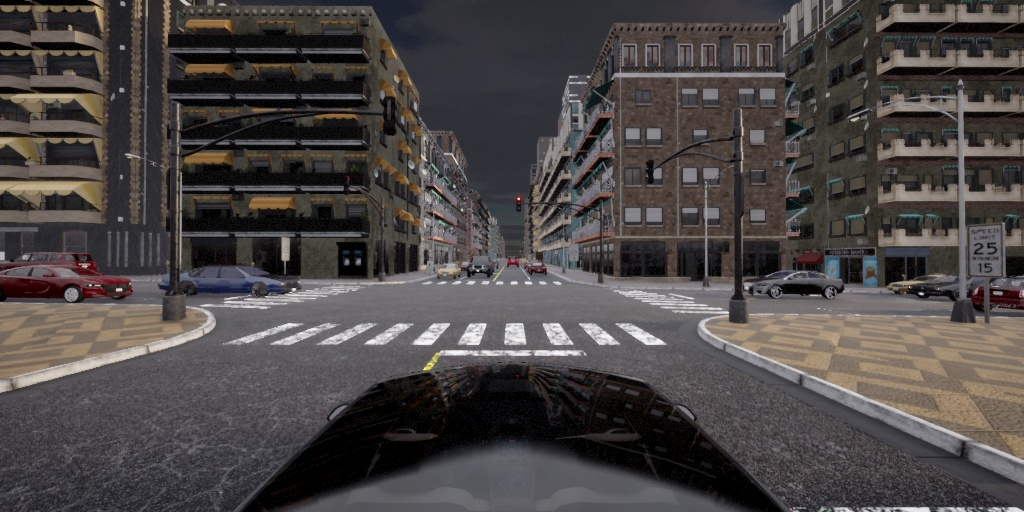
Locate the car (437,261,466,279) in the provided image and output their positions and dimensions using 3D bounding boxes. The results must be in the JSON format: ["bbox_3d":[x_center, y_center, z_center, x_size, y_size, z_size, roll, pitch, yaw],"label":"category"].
[{"bbox_3d":[-5.660,1.282,32.626,1.751,1.417,4.829,0,0,0],"label":"car"}]

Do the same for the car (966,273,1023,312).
[{"bbox_3d":[20.846,1.500,13.950,4.097,1.591,1.967,0,0,0],"label":"car"}]

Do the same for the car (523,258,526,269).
[{"bbox_3d":[2.731,1.200,43.821,1.967,1.591,4.097,0,0,0],"label":"car"}]

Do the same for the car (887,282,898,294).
[{"bbox_3d":[26.266,1.755,22.300,4.829,1.417,1.751,0,0,0],"label":"car"}]

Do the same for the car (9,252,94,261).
[{"bbox_3d":[-28.627,0.686,21.969,5.009,1.841,2.192,0,0,0],"label":"car"}]

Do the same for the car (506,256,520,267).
[{"bbox_3d":[0.159,0.989,64.530,2.150,2.045,5.566,0,0,0],"label":"car"}]

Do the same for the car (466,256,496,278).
[{"bbox_3d":[-3.068,0.979,35.202,2.150,2.045,5.566,0,0,0],"label":"car"}]

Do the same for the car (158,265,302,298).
[{"bbox_3d":[-12.808,1.117,16.509,5.357,1.411,2.033,1,-1,-4],"label":"car"}]

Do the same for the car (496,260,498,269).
[{"bbox_3d":[-3.057,1.265,45.241,1.837,1.490,4.892,0,0,0],"label":"car"}]

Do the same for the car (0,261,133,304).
[{"bbox_3d":[-17.251,1.011,13.664,4.507,1.381,1.888,0,0,0],"label":"car"}]

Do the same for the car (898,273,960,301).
[{"bbox_3d":[25.182,1.732,19.739,5.357,1.411,2.033,1,-1,0],"label":"car"}]

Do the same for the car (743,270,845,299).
[{"bbox_3d":[15.323,1.522,19.678,4.902,1.511,2.128,1,-1,-1],"label":"car"}]

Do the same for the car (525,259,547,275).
[{"bbox_3d":[2.726,1.303,38.297,1.888,1.381,4.507,0,0,0],"label":"car"}]

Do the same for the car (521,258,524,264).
[{"bbox_3d":[2.741,1.346,54.868,1.802,1.307,4.207,0,0,0],"label":"car"}]
